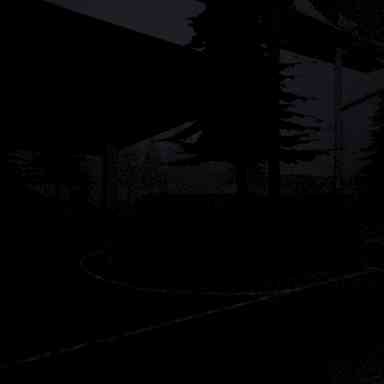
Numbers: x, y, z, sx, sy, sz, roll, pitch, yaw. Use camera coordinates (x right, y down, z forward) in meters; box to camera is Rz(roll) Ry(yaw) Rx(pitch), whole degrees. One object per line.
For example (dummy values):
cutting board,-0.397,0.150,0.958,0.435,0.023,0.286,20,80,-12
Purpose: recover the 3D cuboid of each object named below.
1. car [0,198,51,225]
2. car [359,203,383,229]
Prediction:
car,-12.148,1.330,23.346,3.866,1.878,1.905,0,0,-36
car,11.200,1.424,21.205,2.128,1.511,4.902,0,0,-36
